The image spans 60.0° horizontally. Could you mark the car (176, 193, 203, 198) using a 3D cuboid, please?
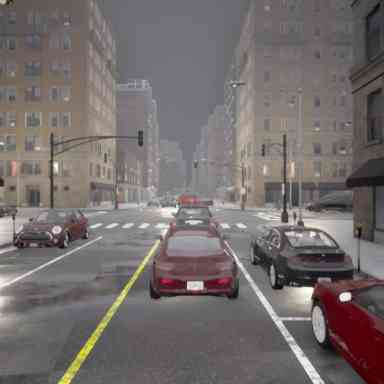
[{"bbox_3d":[-0.433,1.260,44.352,2.150,2.045,5.566,-1,0,-9],"label":"car"}]

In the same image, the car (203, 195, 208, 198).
[{"bbox_3d":[2.449,1.599,52.797,1.887,1.381,4.507,0,0,-1],"label":"car"}]

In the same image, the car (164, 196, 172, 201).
[{"bbox_3d":[-6.508,1.743,91.259,1.947,1.339,4.313,0,0,-1],"label":"car"}]

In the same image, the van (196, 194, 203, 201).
[{"bbox_3d":[2.018,1.519,91.345,1.690,1.788,3.998,0,0,-1],"label":"van"}]

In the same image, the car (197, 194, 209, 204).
[{"bbox_3d":[2.265,1.410,69.318,2.192,1.841,5.009,0,0,-1],"label":"car"}]

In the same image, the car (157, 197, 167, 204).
[{"bbox_3d":[-6.261,1.677,69.228,1.802,1.307,4.206,0,0,-1],"label":"car"}]

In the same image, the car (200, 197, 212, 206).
[{"bbox_3d":[2.388,1.632,58.304,1.947,1.339,4.313,0,0,-1],"label":"car"}]

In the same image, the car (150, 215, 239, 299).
[{"bbox_3d":[0.022,1.530,8.319,1.812,1.442,4.674,0,0,-1],"label":"car"}]

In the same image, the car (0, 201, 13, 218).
[{"bbox_3d":[-17.339,1.257,27.082,4.553,1.767,2.097,0,0,0],"label":"car"}]

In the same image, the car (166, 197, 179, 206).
[{"bbox_3d":[-3.366,1.630,58.628,1.994,1.385,4.181,0,0,0],"label":"car"}]

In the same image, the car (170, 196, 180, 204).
[{"bbox_3d":[-3.410,1.619,68.861,1.812,1.442,4.674,0,0,0],"label":"car"}]

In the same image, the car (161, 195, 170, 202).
[{"bbox_3d":[-6.384,1.572,80.244,1.967,1.590,4.097,0,0,-1],"label":"car"}]

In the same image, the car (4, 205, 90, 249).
[{"bbox_3d":[-5.875,1.447,14.344,1.967,1.590,4.097,0,0,0],"label":"car"}]

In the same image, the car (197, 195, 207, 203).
[{"bbox_3d":[2.202,1.553,74.825,1.967,1.590,4.097,0,0,-1],"label":"car"}]

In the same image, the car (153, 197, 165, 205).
[{"bbox_3d":[-6.199,1.624,63.721,1.887,1.381,4.507,0,0,-1],"label":"car"}]

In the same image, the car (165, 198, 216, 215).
[{"bbox_3d":[0.071,1.360,15.713,2.097,1.767,4.553,0,0,0],"label":"car"}]

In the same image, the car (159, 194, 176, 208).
[{"bbox_3d":[-3.255,1.398,48.589,2.097,1.767,4.553,0,0,-1],"label":"car"}]

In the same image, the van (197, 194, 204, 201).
[{"bbox_3d":[2.080,1.495,85.839,1.690,1.788,3.998,0,0,-1],"label":"van"}]

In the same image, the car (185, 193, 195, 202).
[{"bbox_3d":[-0.525,1.356,79.828,2.150,2.045,5.566,0,0,-1],"label":"car"}]

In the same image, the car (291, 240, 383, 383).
[{"bbox_3d":[2.670,1.546,3.379,1.887,1.381,4.507,0,0,0],"label":"car"}]

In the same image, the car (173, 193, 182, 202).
[{"bbox_3d":[-3.565,1.354,83.341,2.150,2.045,5.566,0,0,-1],"label":"car"}]

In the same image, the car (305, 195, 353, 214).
[{"bbox_3d":[15.633,1.354,37.284,5.566,2.045,2.150,0,0,0],"label":"car"}]

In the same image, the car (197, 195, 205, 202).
[{"bbox_3d":[2.141,1.573,80.331,1.967,1.590,4.097,0,0,-1],"label":"car"}]

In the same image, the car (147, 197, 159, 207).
[{"bbox_3d":[-6.076,1.604,52.705,2.008,1.369,4.403,0,0,-1],"label":"car"}]

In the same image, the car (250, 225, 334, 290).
[{"bbox_3d":[2.660,1.555,8.871,2.008,1.369,4.403,0,0,0],"label":"car"}]
